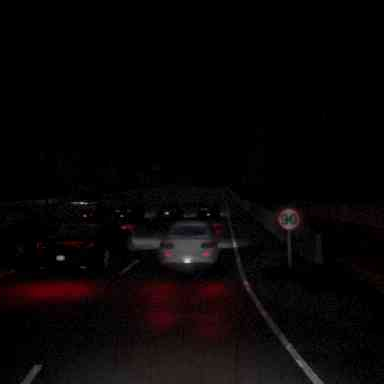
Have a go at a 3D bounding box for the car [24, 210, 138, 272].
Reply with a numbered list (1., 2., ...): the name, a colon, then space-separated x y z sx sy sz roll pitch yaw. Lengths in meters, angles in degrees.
1. car: -3.470 1.661 11.608 1.882 1.535 5.008 -1 0 3

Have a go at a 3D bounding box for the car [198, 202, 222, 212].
1. car: 1.532 1.587 28.995 2.128 1.511 4.902 -1 0 5

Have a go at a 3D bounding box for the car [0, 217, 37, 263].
1. car: -6.863 1.733 13.083 1.882 1.535 5.008 -1 0 4

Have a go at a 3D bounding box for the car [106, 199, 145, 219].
1. car: -5.464 1.730 29.347 2.128 1.511 4.902 -1 0 5

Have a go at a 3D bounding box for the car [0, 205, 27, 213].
1. car: -19.235 2.050 34.541 2.033 1.411 5.357 -1 0 5

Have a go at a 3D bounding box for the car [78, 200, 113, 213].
1. car: -8.880 1.831 30.520 1.812 1.442 4.674 -1 0 5

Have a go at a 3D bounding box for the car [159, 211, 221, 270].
1. car: 0.005 1.640 11.398 1.812 1.442 4.674 -1 0 3

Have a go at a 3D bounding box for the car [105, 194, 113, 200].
1. car: -18.730 1.210 77.269 2.128 1.511 4.902 -1 1 5

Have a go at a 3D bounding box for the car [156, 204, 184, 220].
1. car: -1.909 1.728 29.768 1.994 1.385 4.181 -1 0 5

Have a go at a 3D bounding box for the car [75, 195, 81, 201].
1. car: -25.699 1.351 77.911 1.812 1.442 4.674 -1 1 5

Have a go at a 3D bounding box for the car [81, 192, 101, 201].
1. car: -22.424 1.171 75.347 2.150 2.045 5.566 -1 1 5

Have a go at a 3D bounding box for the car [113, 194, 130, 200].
1. car: -15.484 1.415 74.300 1.895 1.301 4.718 -1 1 5
